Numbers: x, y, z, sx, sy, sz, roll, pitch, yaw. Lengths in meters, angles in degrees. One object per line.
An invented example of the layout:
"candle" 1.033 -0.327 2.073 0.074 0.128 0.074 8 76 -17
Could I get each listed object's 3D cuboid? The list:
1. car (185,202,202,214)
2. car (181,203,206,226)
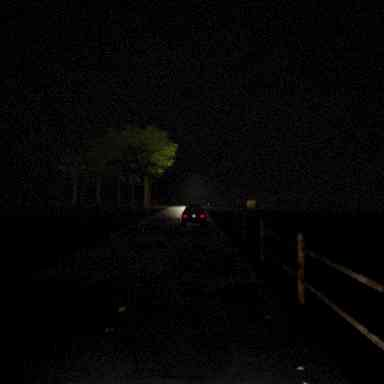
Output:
"car" 0.156 2.045 42.121 1.994 1.385 4.181 0 -1 0
"car" 0.133 1.771 25.756 2.033 1.411 5.357 0 -1 0
